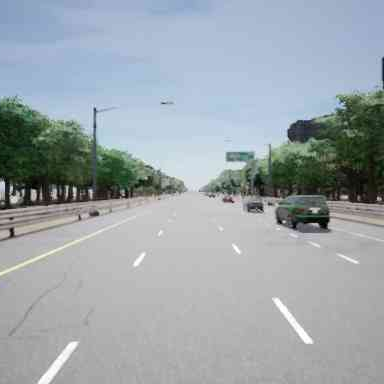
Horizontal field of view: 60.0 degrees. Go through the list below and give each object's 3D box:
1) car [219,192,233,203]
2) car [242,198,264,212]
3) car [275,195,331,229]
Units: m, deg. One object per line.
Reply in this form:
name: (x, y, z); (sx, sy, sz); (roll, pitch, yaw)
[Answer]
car: (7.251, 1.333, 69.061); (2.097, 1.767, 4.553); (0, 0, 0)
car: (7.078, 1.508, 38.729); (1.837, 1.490, 4.892); (0, 0, 0)
car: (7.024, 1.224, 21.639); (2.150, 2.045, 5.566); (0, 0, 0)
